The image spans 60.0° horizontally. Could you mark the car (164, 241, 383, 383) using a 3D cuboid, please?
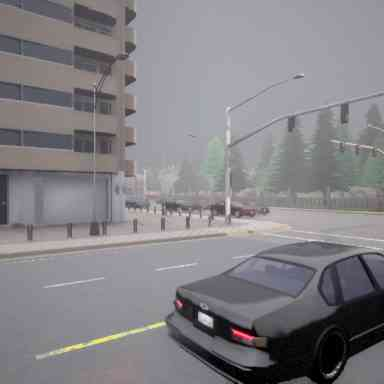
[{"bbox_3d":[2.213,1.548,5.360,5.357,1.411,2.033,0,0,-35],"label":"car"}]

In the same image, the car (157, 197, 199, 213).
[{"bbox_3d":[-1.681,1.533,38.592,1.882,1.535,5.008,0,0,-36],"label":"car"}]

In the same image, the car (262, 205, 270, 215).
[{"bbox_3d":[5.892,1.619,34.062,1.994,1.385,4.181,0,0,-36],"label":"car"}]

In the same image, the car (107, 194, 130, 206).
[{"bbox_3d":[-13.674,1.366,61.390,2.150,2.045,5.566,0,0,-36],"label":"car"}]

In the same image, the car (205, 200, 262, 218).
[{"bbox_3d":[3.774,1.533,31.023,1.882,1.535,5.008,0,0,-36],"label":"car"}]

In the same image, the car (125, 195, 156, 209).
[{"bbox_3d":[-7.701,1.603,46.956,2.033,1.411,5.357,0,0,-36],"label":"car"}]

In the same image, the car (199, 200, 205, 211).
[{"bbox_3d":[0.989,1.619,40.892,1.994,1.385,4.181,0,0,-35],"label":"car"}]
